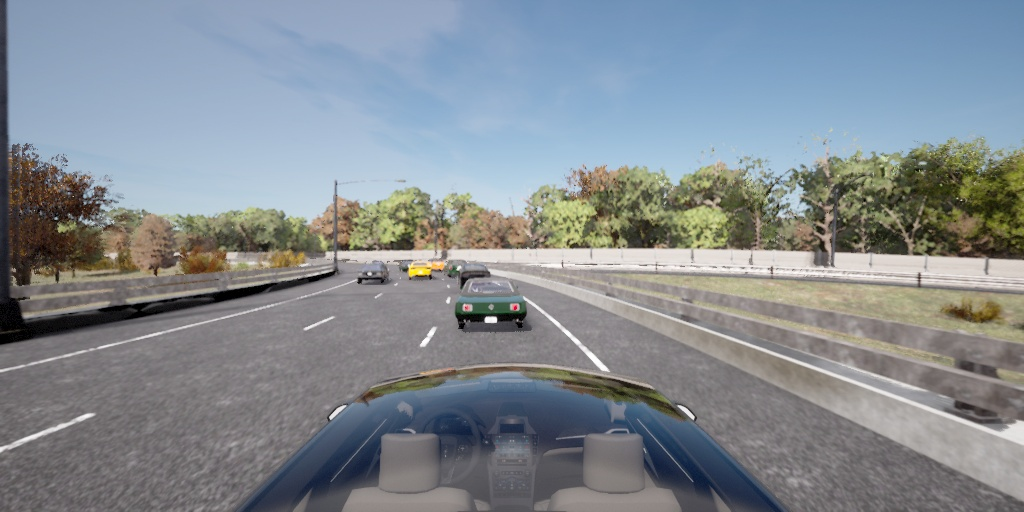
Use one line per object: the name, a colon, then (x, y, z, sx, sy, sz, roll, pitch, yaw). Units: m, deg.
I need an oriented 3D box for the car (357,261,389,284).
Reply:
car: (-10.490, 1.286, 27.304, 2.033, 1.411, 5.357, 0, 0, -14)

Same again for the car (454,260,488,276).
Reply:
car: (-2.556, 1.211, 23.422, 1.882, 1.535, 5.008, 0, 0, -12)

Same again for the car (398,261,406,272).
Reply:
car: (-13.141, 1.290, 45.171, 1.994, 1.385, 4.181, 0, 0, -24)

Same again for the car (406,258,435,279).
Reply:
car: (-8.269, 1.209, 32.187, 1.882, 1.535, 5.008, 0, 0, -16)

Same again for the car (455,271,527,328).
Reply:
car: (-0.707, 1.343, 11.386, 1.895, 1.301, 4.718, 0, 0, -5)

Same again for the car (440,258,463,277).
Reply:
car: (-5.418, 1.079, 34.669, 2.097, 1.767, 4.553, 0, 0, -17)

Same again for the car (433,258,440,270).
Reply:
car: (-10.017, 1.072, 46.690, 2.097, 1.767, 4.553, 0, 0, -23)
